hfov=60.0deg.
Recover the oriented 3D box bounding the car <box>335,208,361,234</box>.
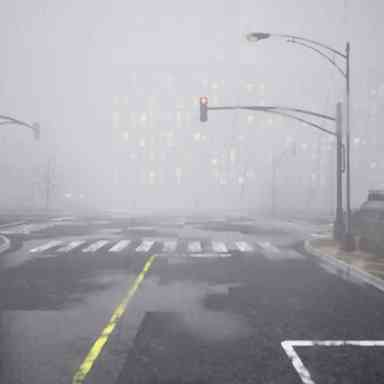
[{"bbox_3d":[10.909,1.641,19.305,4.892,1.490,1.837,1,-1,-2],"label":"car"}]
